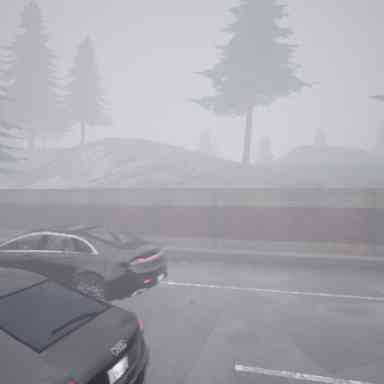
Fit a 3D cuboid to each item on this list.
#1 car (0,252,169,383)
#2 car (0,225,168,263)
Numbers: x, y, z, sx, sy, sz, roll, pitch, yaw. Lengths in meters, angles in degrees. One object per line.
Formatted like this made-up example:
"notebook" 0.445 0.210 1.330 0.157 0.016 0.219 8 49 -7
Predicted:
"car" -2.578 1.563 3.547 4.181 1.385 1.994 0 0 16
"car" -2.930 1.491 7.298 4.902 1.511 2.128 0 0 17
